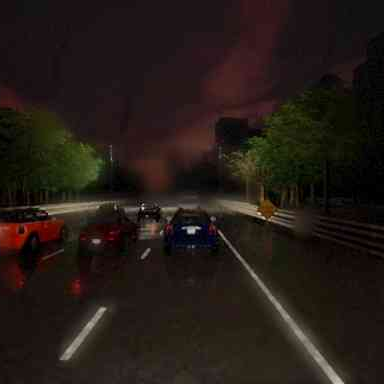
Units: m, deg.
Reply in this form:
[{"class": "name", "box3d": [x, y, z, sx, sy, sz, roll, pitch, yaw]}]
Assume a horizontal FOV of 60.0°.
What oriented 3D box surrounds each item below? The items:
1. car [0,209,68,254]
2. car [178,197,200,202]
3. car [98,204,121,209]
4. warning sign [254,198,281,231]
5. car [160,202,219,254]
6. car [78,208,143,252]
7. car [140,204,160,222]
[{"class": "car", "box3d": [-7.038, 1.488, 14.243, 2.097, 1.767, 4.553, 0, -1, 0]}, {"class": "car", "box3d": [-0.182, 1.499, 29.299, 2.150, 2.045, 5.566, 0, 0, -1]}, {"class": "car", "box3d": [-7.184, 1.794, 29.476, 1.837, 1.490, 4.892, 0, 0, -1]}, {"class": "warning sign", "box3d": [4.478, 1.305, 19.801, 1.300, 1.860, 1.060, 1, 0, 0]}, {"class": "car", "box3d": [-0.037, 1.487, 14.288, 2.097, 1.767, 4.553, 0, -1, 0]}, {"class": "car", "box3d": [-3.537, 1.666, 14.592, 1.812, 1.442, 4.674, 0, 0, 0]}, {"class": "car", "box3d": [-3.684, 1.779, 29.530, 2.128, 1.511, 4.902, 0, 0, -1]}]
